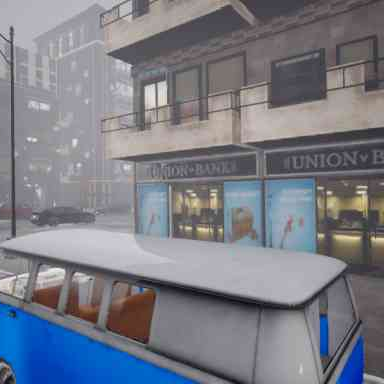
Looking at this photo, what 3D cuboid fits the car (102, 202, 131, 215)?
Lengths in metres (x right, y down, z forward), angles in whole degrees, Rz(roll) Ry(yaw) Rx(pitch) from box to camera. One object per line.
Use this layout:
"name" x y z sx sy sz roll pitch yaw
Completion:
"car" -8.654 1.798 36.451 1.947 1.339 4.313 -2 -1 36

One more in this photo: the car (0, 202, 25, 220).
"car" -15.338 1.609 27.371 1.967 1.590 4.097 -2 -1 36

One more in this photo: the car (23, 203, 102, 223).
"car" -8.590 1.583 22.399 1.947 1.339 4.313 -2 -1 36

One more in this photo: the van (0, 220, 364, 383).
"van" -0.505 1.342 3.223 3.998 1.788 1.690 0 -1 36
